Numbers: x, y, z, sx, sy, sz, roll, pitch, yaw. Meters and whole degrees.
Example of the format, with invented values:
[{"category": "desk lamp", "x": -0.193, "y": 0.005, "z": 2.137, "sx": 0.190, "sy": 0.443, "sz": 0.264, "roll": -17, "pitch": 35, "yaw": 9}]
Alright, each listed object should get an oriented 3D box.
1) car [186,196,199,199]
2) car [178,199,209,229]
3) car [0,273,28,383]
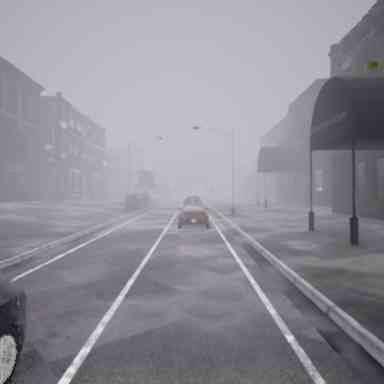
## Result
[{"category": "car", "x": 0.101, "y": 1.198, "z": 38.798, "sx": 2.097, "sy": 1.767, "sz": 4.553, "roll": 0, "pitch": 0, "yaw": 0}, {"category": "car", "x": 0.100, "y": 1.424, "z": 20.862, "sx": 1.812, "sy": 1.442, "sz": 4.674, "roll": 0, "pitch": 0, "yaw": 0}, {"category": "car", "x": -3.000, "y": 1.498, "z": 2.321, "sx": 1.837, "sy": 1.490, "sz": 4.892, "roll": 0, "pitch": 0, "yaw": 0}]
